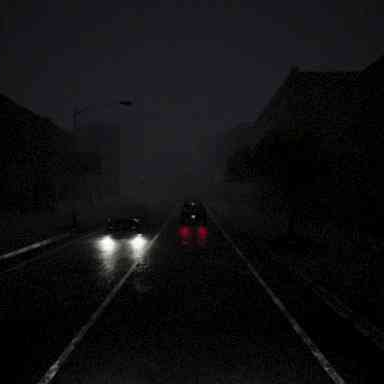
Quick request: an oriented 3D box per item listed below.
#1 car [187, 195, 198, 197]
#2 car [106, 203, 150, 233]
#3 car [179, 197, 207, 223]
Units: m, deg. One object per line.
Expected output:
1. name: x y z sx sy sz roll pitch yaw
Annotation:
1. car: 0.045 1.115 42.242 1.837 1.490 4.892 0 1 -1
2. car: -3.607 1.412 19.496 1.882 1.535 5.008 0 1 0
3. car: 0.089 1.380 24.357 2.128 1.511 4.902 0 1 0
